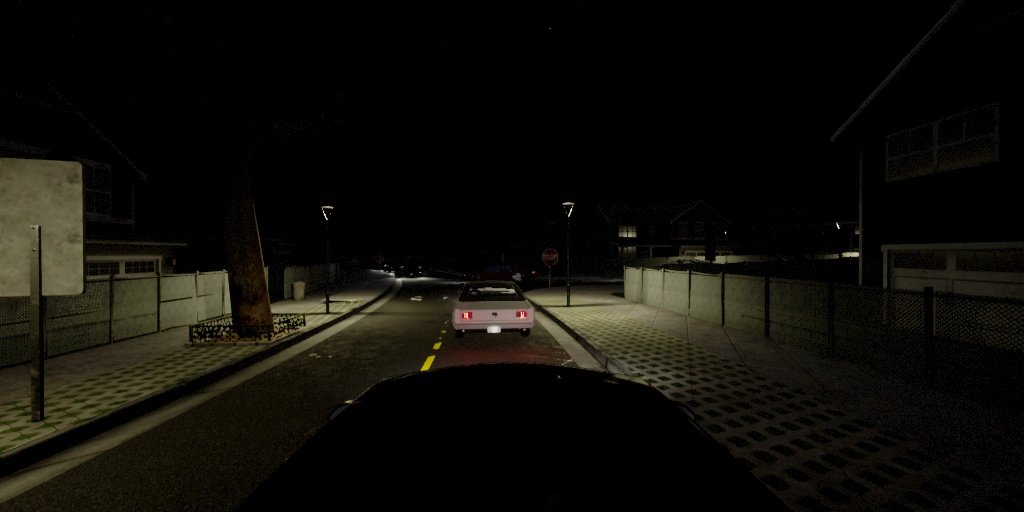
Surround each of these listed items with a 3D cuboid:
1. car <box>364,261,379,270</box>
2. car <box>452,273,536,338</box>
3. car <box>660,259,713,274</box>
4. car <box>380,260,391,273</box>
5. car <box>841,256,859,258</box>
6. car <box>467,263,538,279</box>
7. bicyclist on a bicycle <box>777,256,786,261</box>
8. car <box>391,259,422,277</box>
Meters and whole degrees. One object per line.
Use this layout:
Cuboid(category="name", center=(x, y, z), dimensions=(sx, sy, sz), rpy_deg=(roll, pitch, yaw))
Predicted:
Cuboid(category="car", center=(-20.067, 1.327, 52.398), dimensions=(1.895, 1.301, 4.718), rpy_deg=(0, 0, -36))
Cuboid(category="car", center=(-0.617, 1.347, 10.194), dimensions=(1.895, 1.301, 4.718), rpy_deg=(0, 0, -6))
Cuboid(category="car", center=(13.080, 0.984, 27.494), dimensions=(4.902, 1.511, 2.128), rpy_deg=(-1, 0, -9))
Cuboid(category="car", center=(-14.174, 1.222, 43.200), dimensions=(1.837, 1.490, 4.892), rpy_deg=(0, 1, -29))
Cuboid(category="car", center=(28.565, 0.764, 30.231), dimensions=(5.008, 1.535, 1.882), rpy_deg=(-1, 0, -12))
Cuboid(category="car", center=(-0.786, 1.230, 26.247), dimensions=(5.357, 1.411, 2.033), rpy_deg=(-1, 1, 9))
Cuboid(category="bicyclist on a bicycle", center=(16.596, 0.799, 22.060), dimensions=(0.582, 1.620, 1.656), rpy_deg=(-1, 0, -9))
Cuboid(category="car", center=(-10.159, 1.075, 34.980), dimensions=(2.097, 1.767, 4.553), rpy_deg=(0, 0, -24))
